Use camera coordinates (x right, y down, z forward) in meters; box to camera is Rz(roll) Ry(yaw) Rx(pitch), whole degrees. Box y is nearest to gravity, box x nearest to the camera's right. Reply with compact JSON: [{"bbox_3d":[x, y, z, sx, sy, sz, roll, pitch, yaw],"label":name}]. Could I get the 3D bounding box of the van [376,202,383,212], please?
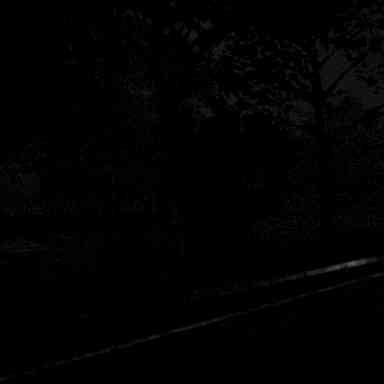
[{"bbox_3d":[29.619,1.990,49.098,1.878,1.987,4.442,3,-1,-35],"label":"van"}]
